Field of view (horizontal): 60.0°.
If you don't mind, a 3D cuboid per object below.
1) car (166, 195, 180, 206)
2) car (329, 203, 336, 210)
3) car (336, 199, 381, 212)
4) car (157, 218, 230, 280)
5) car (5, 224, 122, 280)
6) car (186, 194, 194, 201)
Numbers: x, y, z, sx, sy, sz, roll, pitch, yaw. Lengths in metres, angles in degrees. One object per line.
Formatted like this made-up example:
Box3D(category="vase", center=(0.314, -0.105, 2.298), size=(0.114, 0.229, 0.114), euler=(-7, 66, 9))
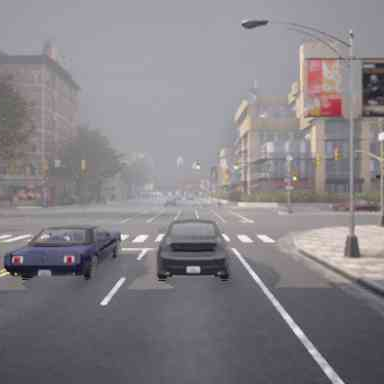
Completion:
Box3D(category="car", center=(-3.720, 1.715, 59.859), size=(2.033, 1.411, 5.357), euler=(0, 0, 0))
Box3D(category="car", center=(19.611, 1.638, 41.725), size=(4.674, 1.442, 1.812), euler=(0, 0, 0))
Box3D(category="car", center=(19.630, 1.703, 38.225), size=(4.718, 1.301, 1.895), euler=(0, 0, 0))
Box3D(category="car", center=(0.031, 1.533, 10.016), size=(1.837, 1.490, 4.892), euler=(0, 0, 0))
Box3D(category="car", center=(-3.468, 1.630, 10.047), size=(1.895, 1.301, 4.718), euler=(0, 0, 0))
Box3D(category="car", center=(-0.516, 1.607, 93.385), size=(2.097, 1.767, 4.553), euler=(0, 0, 0))
